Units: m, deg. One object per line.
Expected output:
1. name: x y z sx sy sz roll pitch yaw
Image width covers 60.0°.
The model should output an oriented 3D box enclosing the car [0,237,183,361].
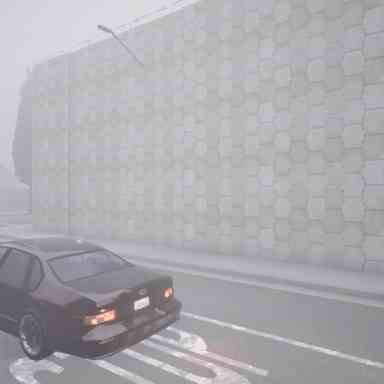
1. car: -2.725 1.547 5.927 5.357 1.411 2.033 0 0 35
